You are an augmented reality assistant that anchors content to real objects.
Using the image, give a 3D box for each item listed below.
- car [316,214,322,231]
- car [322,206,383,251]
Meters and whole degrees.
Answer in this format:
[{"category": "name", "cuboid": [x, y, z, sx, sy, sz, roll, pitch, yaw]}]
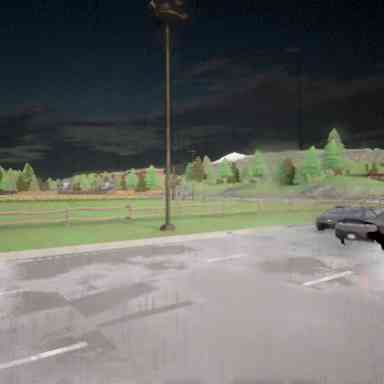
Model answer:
[{"category": "car", "cuboid": [8.837, 1.461, 18.653, 4.181, 1.385, 1.994, 0, 0, -36]}, {"category": "car", "cuboid": [7.837, 1.410, 13.639, 4.902, 1.511, 2.128, 0, 0, -36]}]
